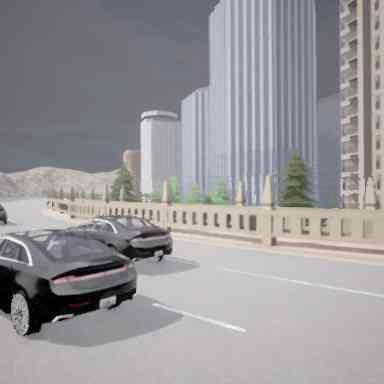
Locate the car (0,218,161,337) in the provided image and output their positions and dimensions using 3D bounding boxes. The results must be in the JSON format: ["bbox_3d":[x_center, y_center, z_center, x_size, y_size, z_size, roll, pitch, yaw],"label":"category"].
[{"bbox_3d":[-3.178,1.508,6.767,4.902,1.511,2.128,0,0,40],"label":"car"}]

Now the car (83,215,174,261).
[{"bbox_3d":[-2.757,1.522,11.044,4.902,1.511,2.128,0,0,41],"label":"car"}]

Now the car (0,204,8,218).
[{"bbox_3d":[-14.919,1.554,24.591,2.128,1.511,4.902,0,0,-37],"label":"car"}]
